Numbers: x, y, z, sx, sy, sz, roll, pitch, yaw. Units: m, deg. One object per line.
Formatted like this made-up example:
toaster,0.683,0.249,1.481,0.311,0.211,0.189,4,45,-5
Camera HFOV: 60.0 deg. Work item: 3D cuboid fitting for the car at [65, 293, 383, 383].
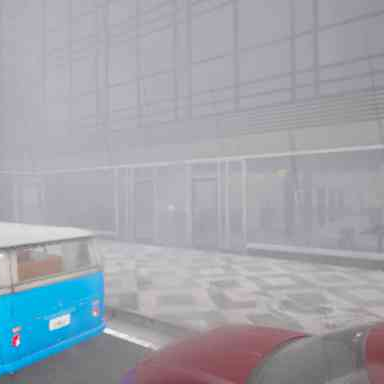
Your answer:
car,1.476,1.534,1.942,4.507,1.381,1.887,0,0,35

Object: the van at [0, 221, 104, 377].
van,-3.140,1.364,5.119,3.998,1.788,1.690,0,0,35
